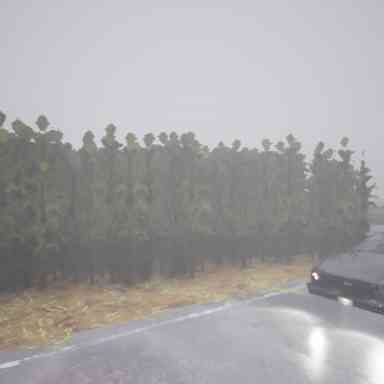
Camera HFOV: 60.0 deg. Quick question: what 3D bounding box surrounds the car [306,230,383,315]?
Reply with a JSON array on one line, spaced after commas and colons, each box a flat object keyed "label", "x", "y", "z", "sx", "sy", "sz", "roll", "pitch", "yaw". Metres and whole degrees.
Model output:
[{"label": "car", "x": 4.898, "y": 1.543, "z": 7.379, "sx": 5.357, "sy": 1.411, "sz": 2.033, "roll": 0, "pitch": 0, "yaw": -35}]
